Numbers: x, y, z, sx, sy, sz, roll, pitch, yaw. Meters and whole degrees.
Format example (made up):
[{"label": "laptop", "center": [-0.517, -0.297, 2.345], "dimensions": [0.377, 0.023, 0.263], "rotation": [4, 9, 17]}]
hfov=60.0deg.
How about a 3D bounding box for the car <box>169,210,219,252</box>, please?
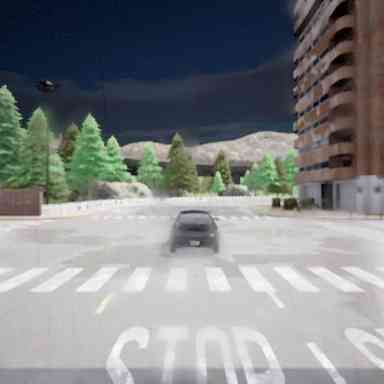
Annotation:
[{"label": "car", "center": [0.104, 1.523, 14.035], "dimensions": [1.837, 1.490, 4.892], "rotation": [0, 0, 0]}]
